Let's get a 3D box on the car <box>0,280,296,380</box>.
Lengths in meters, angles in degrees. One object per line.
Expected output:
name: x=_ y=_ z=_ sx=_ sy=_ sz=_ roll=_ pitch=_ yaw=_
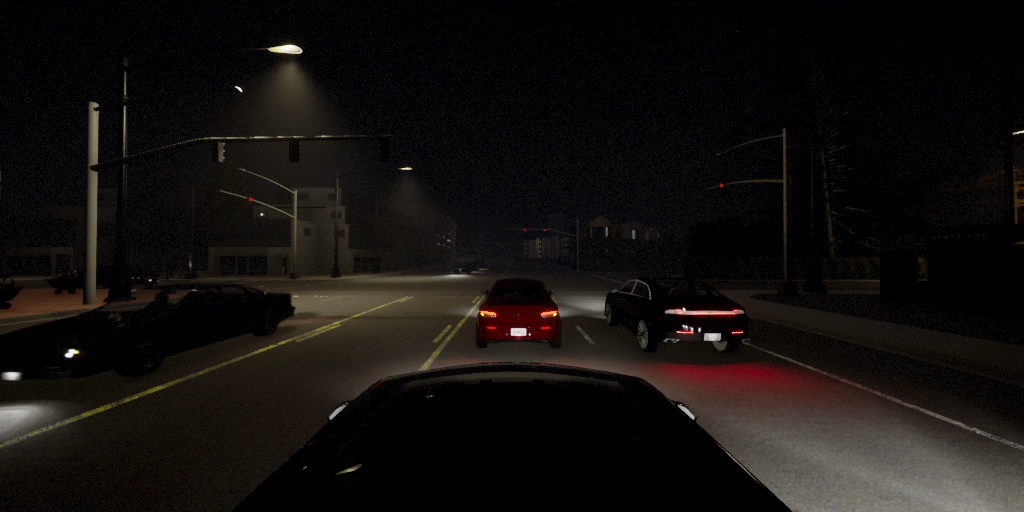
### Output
car: x=-7.025 y=1.311 z=7.718 sx=2.033 sy=1.411 sz=5.357 roll=0 pitch=0 yaw=1

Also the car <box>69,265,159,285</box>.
car: x=-25.852 y=1.332 z=23.285 sx=4.892 sy=1.490 sz=1.837 roll=0 pitch=-1 yaw=1

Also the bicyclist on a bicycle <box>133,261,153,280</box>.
bicyclist on a bicycle: x=-32.647 y=1.244 z=31.742 sx=1.656 sy=1.620 sz=0.582 roll=0 pitch=0 yaw=19

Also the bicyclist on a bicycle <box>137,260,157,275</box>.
bicyclist on a bicycle: x=-31.216 y=1.159 z=31.246 sx=1.656 sy=1.620 sz=0.582 roll=21 pitch=6 yaw=-23

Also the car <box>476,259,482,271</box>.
car: x=-6.374 y=1.644 z=57.166 sx=1.837 sy=1.490 sz=4.892 roll=0 pitch=0 yaw=1

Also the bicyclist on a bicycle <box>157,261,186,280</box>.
bicyclist on a bicycle: x=-29.282 y=1.231 z=31.021 sx=1.656 sy=1.620 sz=0.582 roll=1 pitch=-1 yaw=-22

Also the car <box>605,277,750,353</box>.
car: x=3.657 y=1.250 z=8.882 sx=2.128 sy=1.511 sz=4.902 roll=0 pitch=0 yaw=1

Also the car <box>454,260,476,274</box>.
car: x=-6.506 y=1.590 z=47.829 sx=2.128 sy=1.511 sz=4.902 roll=0 pitch=0 yaw=1

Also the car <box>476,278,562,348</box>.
car: x=0.166 y=1.288 z=9.128 sx=1.812 sy=1.442 sz=4.674 roll=0 pitch=0 yaw=1
